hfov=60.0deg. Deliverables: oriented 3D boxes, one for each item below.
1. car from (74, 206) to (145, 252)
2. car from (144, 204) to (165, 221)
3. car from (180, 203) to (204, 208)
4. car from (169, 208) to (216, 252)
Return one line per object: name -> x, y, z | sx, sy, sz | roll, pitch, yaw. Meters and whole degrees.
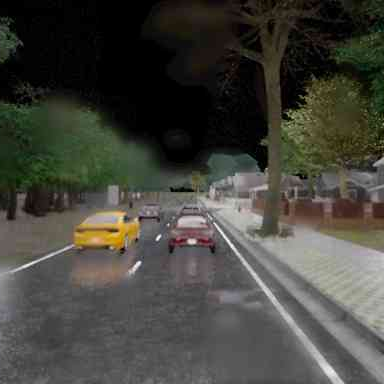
car -> -3.493, 1.596, 14.487 | 1.882, 1.535, 5.008 | 0, 0, 0
car -> -3.496, 1.754, 29.001 | 2.033, 1.411, 5.357 | 0, 0, 0
car -> 0.007, 1.701, 29.300 | 2.128, 1.511, 4.902 | 0, 0, 0
car -> 0.006, 1.643, 14.382 | 1.812, 1.442, 4.674 | 0, 0, 0
